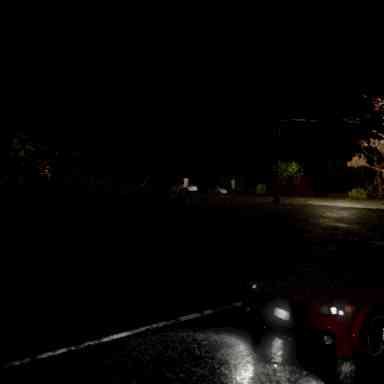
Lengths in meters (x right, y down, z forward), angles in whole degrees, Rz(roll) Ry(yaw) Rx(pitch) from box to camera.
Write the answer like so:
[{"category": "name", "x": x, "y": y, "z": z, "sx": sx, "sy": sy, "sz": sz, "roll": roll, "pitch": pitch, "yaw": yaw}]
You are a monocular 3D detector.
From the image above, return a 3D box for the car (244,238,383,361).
[{"category": "car", "x": 2.915, "y": 1.567, "z": 5.950, "sx": 4.181, "sy": 1.385, "sz": 1.994, "roll": 0, "pitch": 0, "yaw": -36}]

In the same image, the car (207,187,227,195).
[{"category": "car", "x": 4.780, "y": -0.165, "z": 63.582, "sx": 1.812, "sy": 1.442, "sz": 4.674, "roll": 0, "pitch": 2, "yaw": -36}]

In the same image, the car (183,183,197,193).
[{"category": "car", "x": -1.061, "y": -0.890, "z": 71.725, "sx": 2.150, "sy": 2.045, "sz": 5.566, "roll": 0, "pitch": 2, "yaw": -36}]
